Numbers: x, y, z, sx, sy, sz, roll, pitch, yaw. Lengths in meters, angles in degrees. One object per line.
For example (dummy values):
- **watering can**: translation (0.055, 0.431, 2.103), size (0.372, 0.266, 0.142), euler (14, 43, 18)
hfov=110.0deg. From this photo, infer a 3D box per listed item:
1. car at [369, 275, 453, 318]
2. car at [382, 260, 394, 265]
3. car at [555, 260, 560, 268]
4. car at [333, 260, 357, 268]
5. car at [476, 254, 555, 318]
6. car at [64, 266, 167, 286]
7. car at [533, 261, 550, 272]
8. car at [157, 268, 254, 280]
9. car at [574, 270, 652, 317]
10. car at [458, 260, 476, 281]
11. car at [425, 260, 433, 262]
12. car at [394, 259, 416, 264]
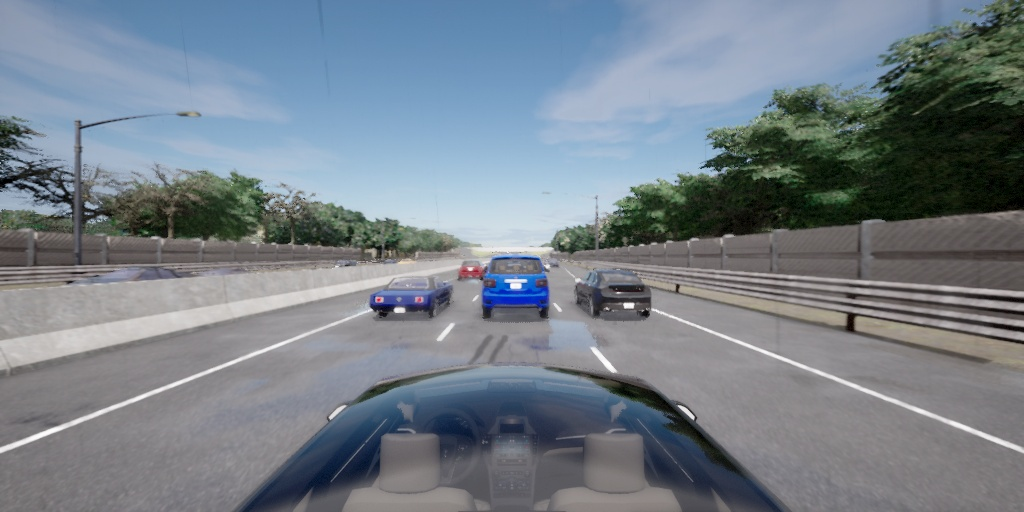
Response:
- **car**: translation (-3.378, 1.353, 13.069), size (1.895, 1.301, 4.718), euler (0, 0, 0)
- **car**: translation (-20.635, 1.349, 61.276), size (1.994, 1.385, 4.181), euler (0, 0, 1)
- **car**: translation (7.296, 1.340, 62.912), size (2.033, 1.411, 5.357), euler (0, 0, 3)
- **car**: translation (-23.576, 1.260, 50.717), size (2.128, 1.511, 4.902), euler (0, 0, -2)
- **car**: translation (0.122, 0.973, 13.203), size (2.150, 2.045, 5.566), euler (0, 0, 0)
- **car**: translation (-17.565, 1.299, 16.969), size (2.033, 1.411, 5.357), euler (0, 0, 0)
- **car**: translation (3.727, 1.356, 45.958), size (1.895, 1.301, 4.718), euler (0, 0, 1)
- **car**: translation (-14.061, 1.316, 17.429), size (1.994, 1.385, 4.181), euler (0, 0, 0)
- **car**: translation (3.521, 1.239, 13.193), size (1.837, 1.490, 4.892), euler (0, 0, 0)
- **car**: translation (-3.293, 1.108, 30.760), size (2.097, 1.767, 4.553), euler (0, 0, 0)
- **car**: translation (-13.681, 1.382, 58.712), size (1.895, 1.301, 4.718), euler (0, 0, 1)
- **car**: translation (-17.181, 1.259, 58.734), size (1.882, 1.535, 5.008), euler (0, 0, 1)
